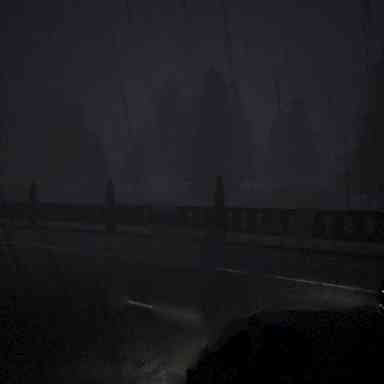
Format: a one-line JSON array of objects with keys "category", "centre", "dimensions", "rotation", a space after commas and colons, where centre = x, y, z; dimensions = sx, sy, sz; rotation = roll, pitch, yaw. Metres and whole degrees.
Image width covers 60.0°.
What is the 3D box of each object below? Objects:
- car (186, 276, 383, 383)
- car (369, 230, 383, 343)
[{"category": "car", "centre": [2.480, 1.539, 2.120], "dimensions": [5.357, 1.411, 2.033], "rotation": [0, 0, 35]}, {"category": "car", "centre": [5.215, 1.487, 4.366], "dimensions": [4.892, 1.490, 1.837], "rotation": [0, 0, 36]}]
